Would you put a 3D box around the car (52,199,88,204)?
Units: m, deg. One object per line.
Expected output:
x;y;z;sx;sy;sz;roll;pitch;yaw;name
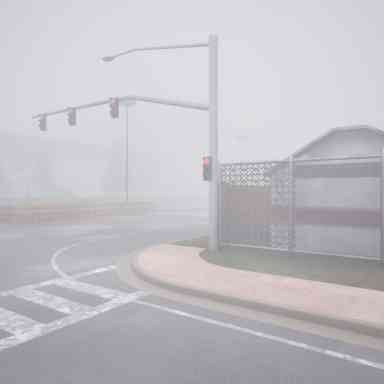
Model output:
-13.989;1.564;36.324;1.994;1.385;4.181;0;0;34;car

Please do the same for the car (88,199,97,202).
-14.224;1.547;42.272;2.033;1.411;5.357;0;0;34;car
